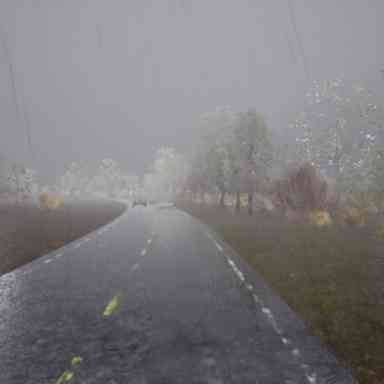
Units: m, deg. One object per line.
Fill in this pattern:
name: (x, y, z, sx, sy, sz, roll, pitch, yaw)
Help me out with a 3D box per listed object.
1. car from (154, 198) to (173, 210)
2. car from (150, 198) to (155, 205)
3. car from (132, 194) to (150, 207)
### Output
car: (-3.689, 1.717, 45.170, 1.895, 1.301, 4.718, 0, 0, -9)
car: (-7.345, 1.765, 63.758, 1.895, 1.301, 4.718, 0, 0, -13)
car: (-8.626, 1.365, 54.794, 2.150, 2.045, 5.566, 0, 0, -11)
